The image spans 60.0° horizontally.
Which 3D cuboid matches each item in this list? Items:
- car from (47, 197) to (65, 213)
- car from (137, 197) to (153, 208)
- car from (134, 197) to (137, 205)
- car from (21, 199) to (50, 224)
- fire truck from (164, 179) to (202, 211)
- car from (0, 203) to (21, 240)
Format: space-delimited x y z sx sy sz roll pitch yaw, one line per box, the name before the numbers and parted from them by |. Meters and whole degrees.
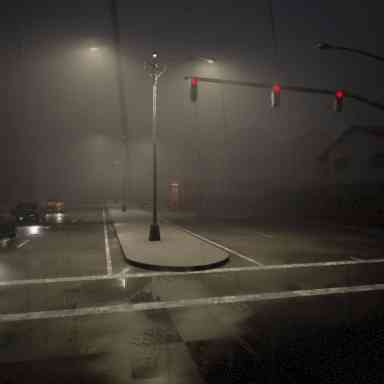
car | -15.252 1.352 36.544 2.097 1.767 4.553 0 0 -15
car | -6.390 1.505 48.125 1.837 1.490 4.892 0 0 -15
car | -9.109 1.526 58.076 1.812 1.442 4.674 0 0 -15
car | -11.934 1.505 24.331 1.837 1.490 4.892 0 0 -15
fire truck | -1.271 0.342 42.663 2.891 3.827 8.468 0 0 -15
car | -9.262 1.352 14.518 2.097 1.767 4.553 0 0 -15
